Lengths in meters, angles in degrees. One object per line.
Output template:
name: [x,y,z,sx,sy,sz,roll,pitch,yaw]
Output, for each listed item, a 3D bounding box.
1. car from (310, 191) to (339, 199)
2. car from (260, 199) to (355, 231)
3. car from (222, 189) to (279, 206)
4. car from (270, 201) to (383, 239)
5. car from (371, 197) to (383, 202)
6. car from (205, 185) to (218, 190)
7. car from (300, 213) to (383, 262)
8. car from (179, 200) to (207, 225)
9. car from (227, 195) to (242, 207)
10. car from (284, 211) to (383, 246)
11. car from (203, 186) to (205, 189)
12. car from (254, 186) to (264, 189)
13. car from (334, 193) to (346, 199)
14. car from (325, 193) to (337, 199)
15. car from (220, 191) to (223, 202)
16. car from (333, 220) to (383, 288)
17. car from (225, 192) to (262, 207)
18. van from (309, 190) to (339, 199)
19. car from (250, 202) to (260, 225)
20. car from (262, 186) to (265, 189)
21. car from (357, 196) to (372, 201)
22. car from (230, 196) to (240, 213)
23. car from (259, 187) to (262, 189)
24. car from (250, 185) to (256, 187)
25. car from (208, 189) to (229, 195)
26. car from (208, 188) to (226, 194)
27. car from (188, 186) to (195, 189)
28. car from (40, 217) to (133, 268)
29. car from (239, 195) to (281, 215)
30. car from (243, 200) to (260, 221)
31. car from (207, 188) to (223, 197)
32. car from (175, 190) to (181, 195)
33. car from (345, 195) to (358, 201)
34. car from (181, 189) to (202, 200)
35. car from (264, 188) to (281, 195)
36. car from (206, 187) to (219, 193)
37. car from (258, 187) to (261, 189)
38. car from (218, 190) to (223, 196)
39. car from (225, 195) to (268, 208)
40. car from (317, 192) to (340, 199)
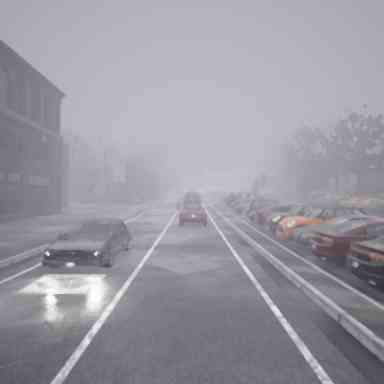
car: [19.824,1.022,47.165,4.674,1.452,2.002,0,2,0]
car: [6.554,1.488,19.208,4.553,1.767,2.185,0,0,0]
car: [6.704,1.029,38.711,5.566,2.045,2.435,0,2,0]
car: [6.532,1.499,16.428,4.553,1.767,2.185,0,0,0]
car: [19.686,1.473,30.440,5.008,1.535,2.097,0,1,0]
car: [6.774,-0.165,85.205,5.566,2.045,2.435,0,3,0]
car: [6.452,1.622,10.852,5.008,1.535,2.097,0,0,0]
car: [0.085,1.591,24.581,1.994,1.385,4.181,0,1,0]
car: [6.647,1.359,35.931,4.892,1.521,2.231,0,1,0]
car: [6.482,1.667,13.641,4.674,1.452,2.002,0,0,0]
car: [6.618,-0.291,93.538,5.366,1.575,1.946,0,3,0]
car: [19.658,-0.044,87.881,5.366,1.575,1.946,0,3,0]
car: [19.941,1.272,38.679,5.366,1.575,1.946,0,2,0]
car: [19.806,1.217,41.472,4.792,1.488,2.163,0,2,0]
car: [6.770,1.022,47.074,4.792,1.488,2.163,0,2,0]
car: [6.431,1.608,8.063,5.008,1.535,2.097,0,0,0]
car: [6.750,0.970,44.284,4.553,1.767,2.185,0,2,0]
van: [19.716,0.658,49.828,4.442,1.987,1.878,-1,2,0]
car: [6.574,1.622,21.997,4.792,1.488,2.163,0,0,0]
car: [19.818,0.201,79.697,4.553,1.767,2.185,0,3,0]
car: [19.684,1.448,33.232,4.792,1.488,2.163,0,1,0]
car: [6.603,1.455,33.153,4.792,1.488,2.163,0,1,0]
car: [19.776,0.238,82.347,4.792,1.488,2.163,0,3,0]
car: [19.911,-0.540,93.403,5.566,2.045,2.435,0,3,0]
car: [6.950,-0.042,87.989,5.366,1.575,1.946,0,3,0]
car: [6.790,-0.162,90.764,4.892,1.521,2.231,0,3,0]
car: [-0.097,-0.119,89.073,2.128,1.511,4.902,0,2,0]
car: [-3.349,1.623,11.819,2.033,1.411,5.357,0,0,0]
car: [6.557,1.401,27.570,4.553,1.767,2.185,0,1,0]
car: [6.537,1.593,24.784,4.792,1.488,2.163,0,1,0]
car: [6.677,0.365,79.672,4.792,1.488,2.163,0,3,0]
car: [-3.347,0.057,85.575,1.994,1.385,4.181,0,2,0]
car: [19.919,1.351,35.884,5.366,1.575,1.946,0,2,0]
car: [0.055,1.045,42.147,2.150,2.045,5.566,0,1,0]
car: [19.763,0.451,76.934,5.008,1.535,2.097,0,3,0]
car: [6.731,0.210,82.444,5.008,1.535,2.097,0,3,0]
car: [19.822,0.124,85.115,4.674,1.452,2.002,0,3,0]
car: [6.733,0.917,49.856,4.792,1.488,2.163,0,2,0]
car: [6.692,1.192,41.511,5.008,1.535,2.097,0,2,0]
car: [19.802,1.126,44.382,4.674,1.452,2.002,0,2,0]
